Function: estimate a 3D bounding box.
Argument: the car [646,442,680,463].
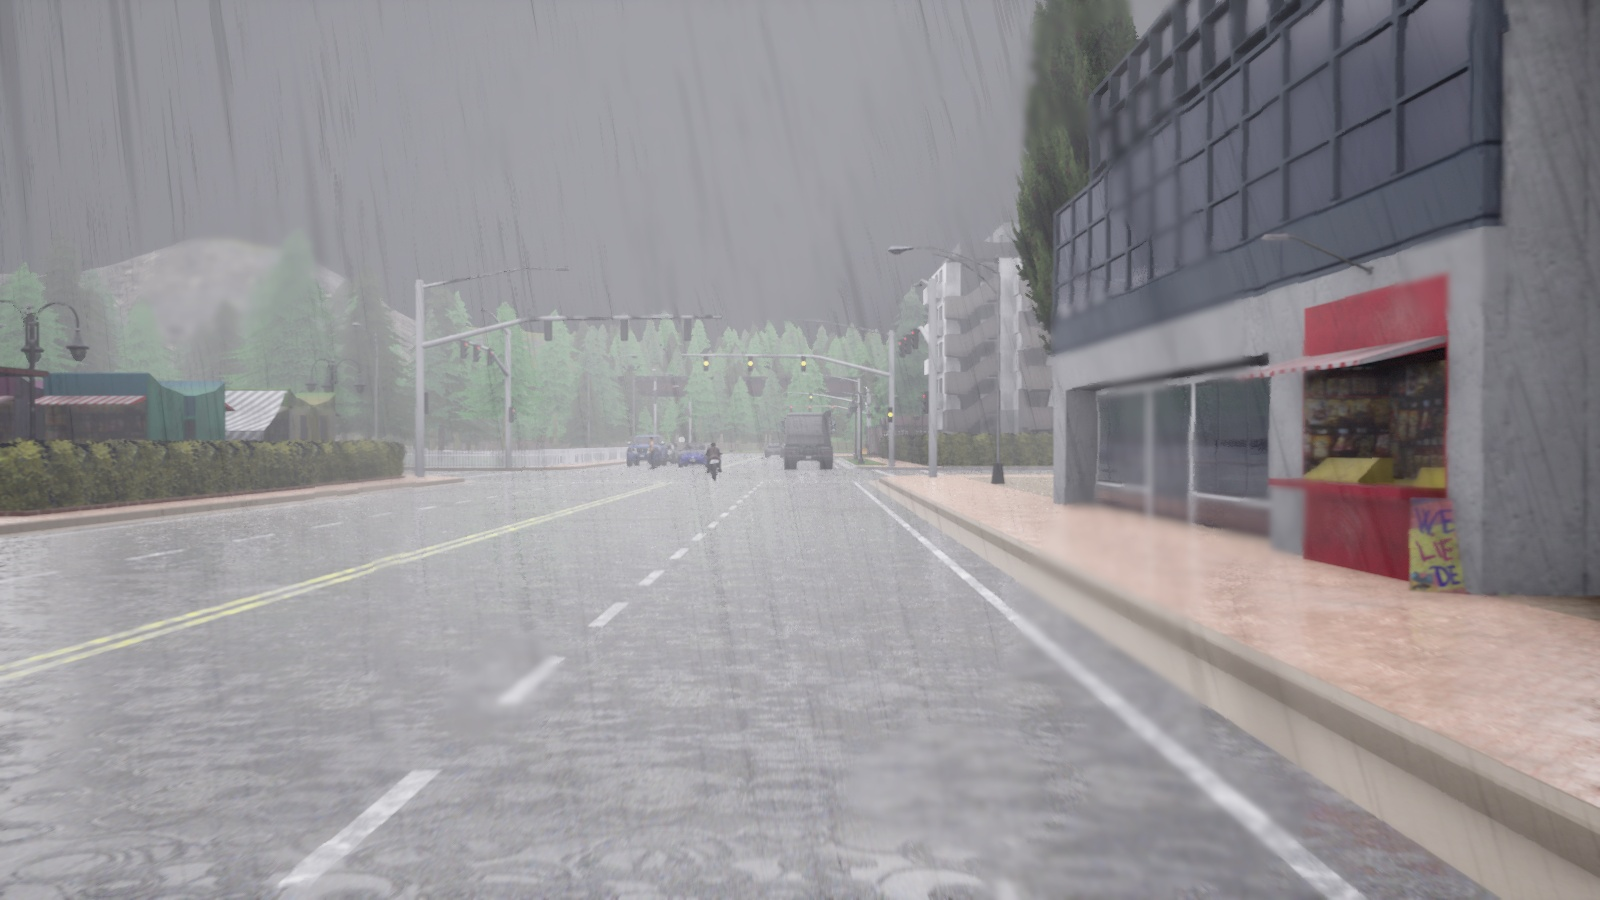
[{"bbox_3d":[-9.907,0.191,91.049,1.970,1.475,3.806,0,0,0],"label":"car"}]

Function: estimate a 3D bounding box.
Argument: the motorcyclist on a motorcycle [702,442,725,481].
[{"bbox_3d":[-3.434,0.445,49.798,0.797,1.523,2.044,-1,0,-7],"label":"motorcyclist on a motorcycle"}]

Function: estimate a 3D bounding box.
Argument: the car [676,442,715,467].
[{"bbox_3d":[-6.488,0.248,78.133,2.007,1.525,4.514,0,0,0],"label":"car"}]

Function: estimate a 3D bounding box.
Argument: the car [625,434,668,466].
[{"bbox_3d":[-9.966,-0.004,81.923,2.150,2.045,5.566,0,0,0],"label":"car"}]

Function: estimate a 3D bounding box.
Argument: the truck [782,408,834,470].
[{"bbox_3d":[0.486,-0.652,74.053,2.891,3.462,7.936,0,0,0],"label":"truck"}]
